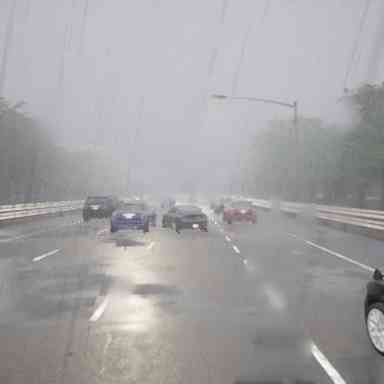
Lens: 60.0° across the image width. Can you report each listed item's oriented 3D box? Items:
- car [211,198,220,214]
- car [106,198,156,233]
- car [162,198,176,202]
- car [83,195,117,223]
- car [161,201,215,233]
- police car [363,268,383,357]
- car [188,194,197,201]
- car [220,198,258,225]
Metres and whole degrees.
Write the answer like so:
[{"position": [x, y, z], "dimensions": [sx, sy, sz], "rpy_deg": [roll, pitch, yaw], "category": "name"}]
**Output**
[{"position": [3.550, 1.423, 35.950], "dimensions": [2.097, 1.767, 4.553], "rpy_deg": [0, 0, 0], "category": "car"}, {"position": [-3.384, 1.392, 19.978], "dimensions": [2.097, 1.767, 4.553], "rpy_deg": [0, 0, 0], "category": "car"}, {"position": [-3.325, 1.600, 47.917], "dimensions": [1.837, 1.490, 4.892], "rpy_deg": [0, 0, 0], "category": "car"}, {"position": [-6.874, 1.275, 26.317], "dimensions": [2.150, 2.045, 5.566], "rpy_deg": [0, 0, 0], "category": "car"}, {"position": [-0.484, 1.546, 19.979], "dimensions": [1.837, 1.490, 4.892], "rpy_deg": [-2, 1, -16], "category": "car"}, {"position": [3.500, 1.431, 3.113], "dimensions": [1.930, 1.638, 5.238], "rpy_deg": [0, 0, 0], "category": "police car"}, {"position": [0.136, 1.687, 76.685], "dimensions": [2.033, 1.411, 5.357], "rpy_deg": [0, 0, 0], "category": "car"}, {"position": [3.527, 1.402, 24.949], "dimensions": [2.097, 1.767, 4.553], "rpy_deg": [0, 0, 0], "category": "car"}]
